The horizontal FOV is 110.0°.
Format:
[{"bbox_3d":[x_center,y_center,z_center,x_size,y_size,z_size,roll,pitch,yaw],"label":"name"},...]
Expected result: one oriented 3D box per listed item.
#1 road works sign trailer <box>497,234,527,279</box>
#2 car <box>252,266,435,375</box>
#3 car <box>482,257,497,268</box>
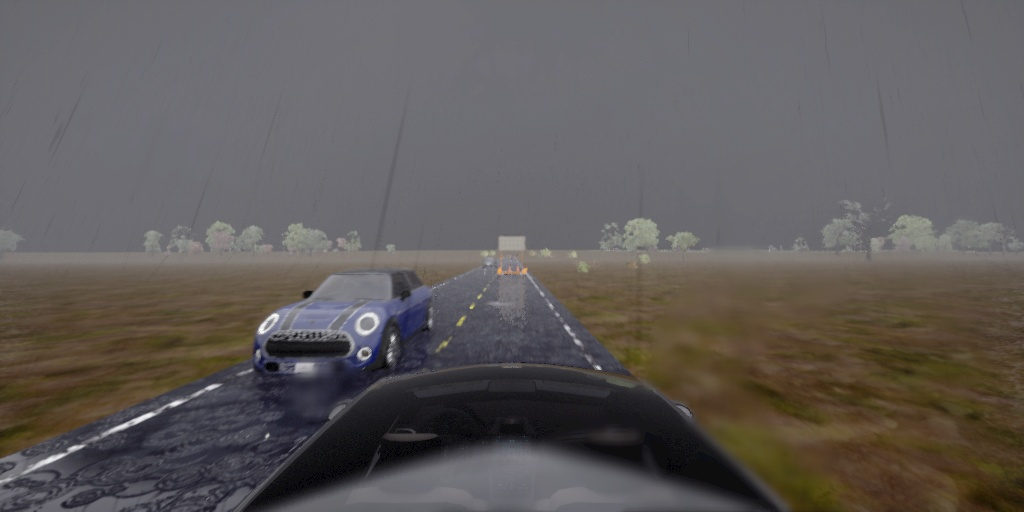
[{"bbox_3d":[-0.011,0.022,29.605,2.380,3.560,2.880,0,0,0],"label":"road works sign trailer"},{"bbox_3d":[-3.096,1.061,7.613,2.097,1.767,4.553,0,0,0],"label":"car"},{"bbox_3d":[-3.064,0.909,49.855,2.128,1.511,4.902,0,0,0],"label":"car"}]
